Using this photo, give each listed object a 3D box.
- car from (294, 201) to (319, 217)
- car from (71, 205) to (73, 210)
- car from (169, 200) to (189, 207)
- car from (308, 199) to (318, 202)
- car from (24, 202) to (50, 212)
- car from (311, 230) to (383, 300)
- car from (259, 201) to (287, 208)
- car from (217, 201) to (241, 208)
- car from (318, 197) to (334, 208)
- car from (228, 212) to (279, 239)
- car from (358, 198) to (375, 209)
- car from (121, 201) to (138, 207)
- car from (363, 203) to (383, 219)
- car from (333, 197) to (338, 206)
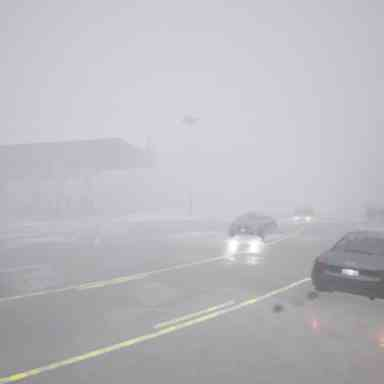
[{"bbox_3d":[13.152,2.115,38.656,1.994,1.385,4.181,-1,-1,26],"label":"car"},{"bbox_3d":[-23.655,2.405,59.736,4.611,1.667,2.242,-1,-1,26],"label":"car"},{"bbox_3d":[-3.134,2.627,77.322,4.553,1.767,2.097,-1,-1,25],"label":"car"},{"bbox_3d":[27.562,2.430,76.417,2.097,1.767,4.553,-1,-1,26],"label":"car"},{"bbox_3d":[-25.440,2.488,54.220,3.806,1.475,1.970,-1,-1,26],"label":"car"},{"bbox_3d":[4.681,1.679,8.486,1.994,1.385,4.181,-1,-1,42],"label":"car"},{"bbox_3d":[16.541,2.543,67.935,5.357,1.411,2.033,-1,-1,25],"label":"car"},{"bbox_3d":[7.616,2.540,68.328,5.008,1.535,1.882,-1,-1,26],"label":"car"},{"bbox_3d":[27.743,2.427,68.726,1.882,1.535,5.008,-1,-1,26],"label":"car"},{"bbox_3d":[3.680,1.862,19.530,1.994,1.385,4.181,-1,-1,29],"label":"car"},{"bbox_3d":[31.653,2.299,60.483,1.837,1.490,4.892,-1,-1,26],"label":"car"},{"bbox_3d":[-15.681,2.967,83.304,4.674,1.442,1.812,-1,-1,25],"label":"car"},{"bbox_3d":[18.729,2.038,33.655,1.895,1.301,4.718,-1,-1,26],"label":"car"},{"bbox_3d":[33.788,2.640,81.269,2.128,1.511,4.902,-1,-1,26],"label":"car"}]
